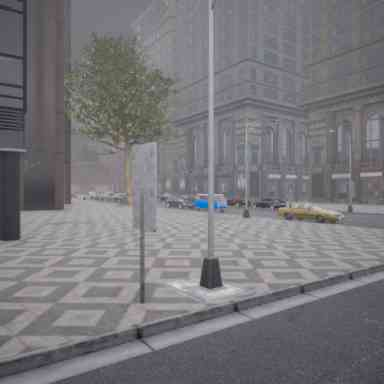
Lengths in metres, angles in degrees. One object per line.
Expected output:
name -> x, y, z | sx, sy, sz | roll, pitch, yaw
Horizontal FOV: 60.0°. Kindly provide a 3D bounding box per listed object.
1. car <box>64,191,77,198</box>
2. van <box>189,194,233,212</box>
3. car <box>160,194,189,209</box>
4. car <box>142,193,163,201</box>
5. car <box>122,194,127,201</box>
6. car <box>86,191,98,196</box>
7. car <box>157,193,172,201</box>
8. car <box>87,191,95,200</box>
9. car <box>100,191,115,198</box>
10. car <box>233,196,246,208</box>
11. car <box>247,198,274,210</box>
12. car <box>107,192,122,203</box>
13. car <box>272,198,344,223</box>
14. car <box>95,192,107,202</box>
car -> -27.175, 0.482, 74.570 | 1.967, 1.590, 4.097 | 1, 0, -35
van -> 1.819, 1.089, 33.150 | 1.690, 1.788, 3.998 | 1, 0, -35
car -> -1.404, 1.228, 37.753 | 2.008, 1.369, 4.403 | 1, 0, -35
car -> -7.311, 0.908, 61.058 | 2.008, 1.369, 4.403 | 1, 0, -35
car -> -7.751, 1.049, 46.821 | 1.752, 1.417, 4.829 | 1, 0, -35
car -> -26.639, 0.469, 88.666 | 1.802, 1.307, 4.206 | 1, 0, -35
car -> -4.087, 0.878, 56.457 | 1.967, 1.590, 4.097 | 1, 0, -35
car -> -17.512, 0.828, 60.766 | 2.008, 1.369, 4.403 | 1, 0, -35
car -> -20.196, 0.585, 79.463 | 1.887, 1.381, 4.507 | 1, 0, -35
car -> 5.576, 1.221, 42.649 | 1.887, 1.381, 4.507 | 1, 0, -35
car -> 8.796, 1.312, 38.047 | 1.947, 1.339, 4.313 | 1, 0, -35
car -> -11.069, 0.990, 51.562 | 2.008, 1.369, 4.403 | 1, 0, -35
car -> 8.359, 1.396, 23.803 | 1.752, 1.417, 4.829 | 1, 0, -35
car -> -14.291, 0.909, 56.164 | 2.008, 1.369, 4.403 | 1, 0, -35
